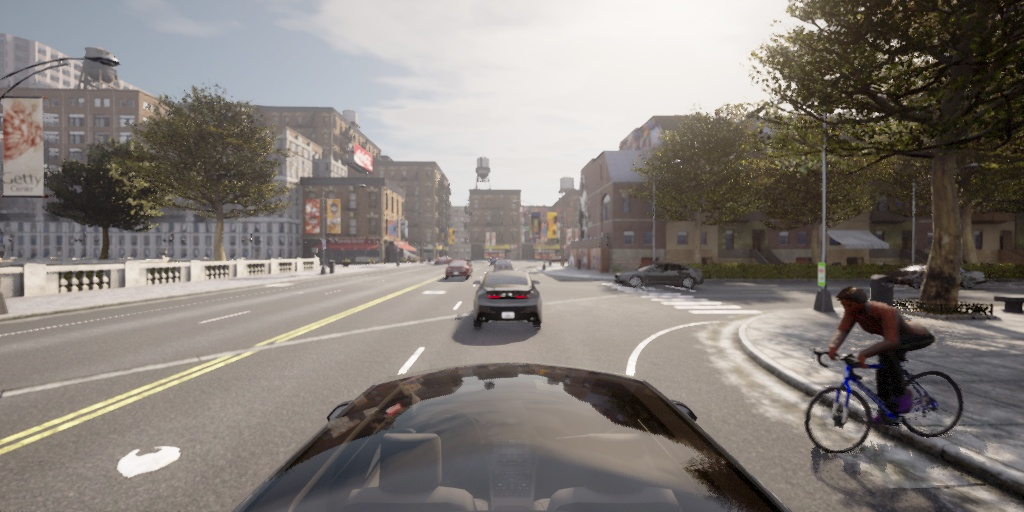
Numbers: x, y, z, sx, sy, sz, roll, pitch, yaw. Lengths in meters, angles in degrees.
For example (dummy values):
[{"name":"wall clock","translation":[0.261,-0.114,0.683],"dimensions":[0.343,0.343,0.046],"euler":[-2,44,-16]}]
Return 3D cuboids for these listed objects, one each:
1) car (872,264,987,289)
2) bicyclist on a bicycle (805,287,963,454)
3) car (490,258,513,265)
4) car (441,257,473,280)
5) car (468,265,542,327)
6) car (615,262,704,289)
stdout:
[{"name":"car","translation":[24.586,1.178,21.209],"dimensions":[5.357,1.411,2.033],"euler":[0,0,-2]},{"name":"bicyclist on a bicycle","translation":[3.651,1.104,3.582],"dimensions":[1.656,1.620,0.582],"euler":[-9,1,-2]},{"name":"car","translation":[-0.880,1.059,35.118],"dimensions":[2.033,1.411,5.357],"euler":[0,0,-2]},{"name":"car","translation":[-4.185,1.081,28.610],"dimensions":[1.812,1.442,4.674],"euler":[0,0,-2]},{"name":"car","translation":[-0.162,1.186,11.202],"dimensions":[1.837,1.490,4.892],"euler":[0,0,-2]},{"name":"car","translation":[8.546,1.125,21.025],"dimensions":[4.892,1.490,1.837],"euler":[0,0,4]}]
